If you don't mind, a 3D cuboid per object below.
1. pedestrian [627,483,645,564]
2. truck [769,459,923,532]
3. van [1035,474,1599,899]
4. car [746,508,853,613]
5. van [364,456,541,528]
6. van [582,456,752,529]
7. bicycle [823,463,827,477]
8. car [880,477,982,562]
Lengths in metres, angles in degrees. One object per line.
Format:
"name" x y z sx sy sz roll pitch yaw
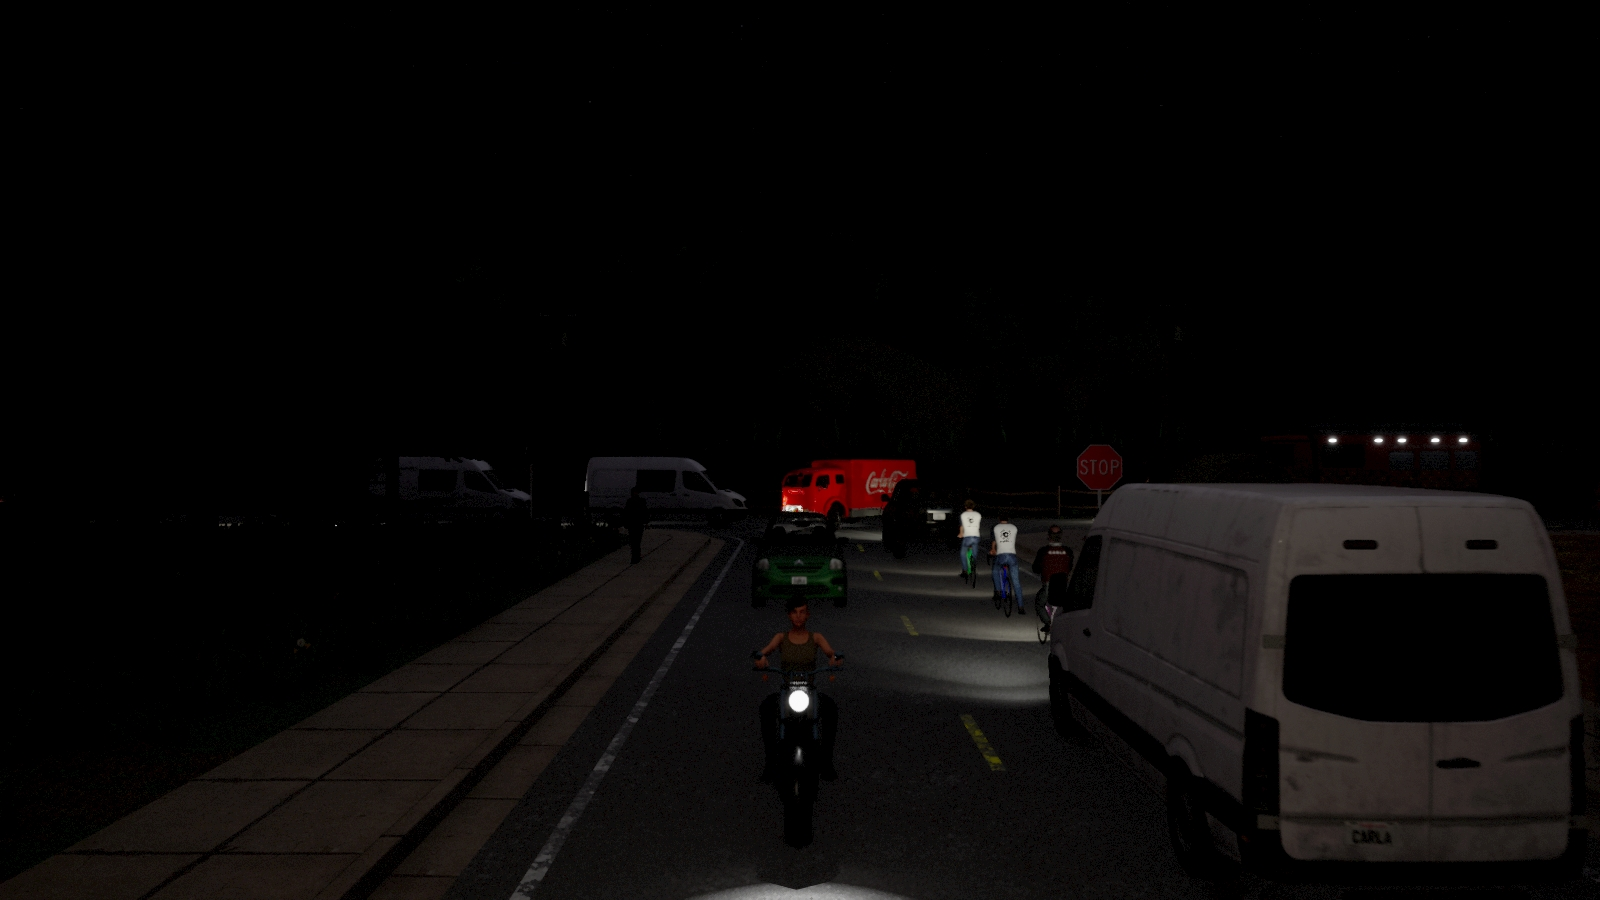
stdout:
"pedestrian" -3.831 1.710 26.705 0.375 1.860 0.375 0 0 -1
"truck" 1.713 1.576 41.487 5.204 2.467 2.627 0 -1 -42
"van" 3.525 1.541 9.325 1.988 2.561 5.915 0 0 0
"car" -0.007 2.013 21.761 1.851 1.617 3.988 0 0 0
"van" -12.725 1.525 42.084 5.915 2.561 1.988 0 0 3
"van" -4.799 1.527 41.711 5.915 2.561 1.988 0 0 3
"bicycle" 2.659 2.127 122.259 0.373 1.496 1.643 0 -1 0
"car" 3.468 1.794 31.366 2.150 2.045 5.566 0 -1 0
